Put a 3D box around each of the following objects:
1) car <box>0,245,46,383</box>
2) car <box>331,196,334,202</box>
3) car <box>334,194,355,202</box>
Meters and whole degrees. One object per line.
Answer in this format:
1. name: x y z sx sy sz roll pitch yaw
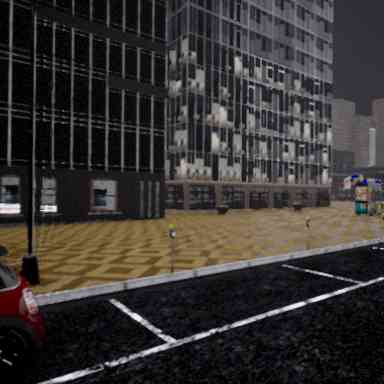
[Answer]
1. car: -3.982 1.441 3.710 4.097 1.590 1.967 0 1 -35
2. car: 33.943 1.593 83.302 1.967 1.590 4.097 1 -1 -35
3. car: 37.131 1.442 78.758 2.192 1.841 5.009 1 -1 -35
